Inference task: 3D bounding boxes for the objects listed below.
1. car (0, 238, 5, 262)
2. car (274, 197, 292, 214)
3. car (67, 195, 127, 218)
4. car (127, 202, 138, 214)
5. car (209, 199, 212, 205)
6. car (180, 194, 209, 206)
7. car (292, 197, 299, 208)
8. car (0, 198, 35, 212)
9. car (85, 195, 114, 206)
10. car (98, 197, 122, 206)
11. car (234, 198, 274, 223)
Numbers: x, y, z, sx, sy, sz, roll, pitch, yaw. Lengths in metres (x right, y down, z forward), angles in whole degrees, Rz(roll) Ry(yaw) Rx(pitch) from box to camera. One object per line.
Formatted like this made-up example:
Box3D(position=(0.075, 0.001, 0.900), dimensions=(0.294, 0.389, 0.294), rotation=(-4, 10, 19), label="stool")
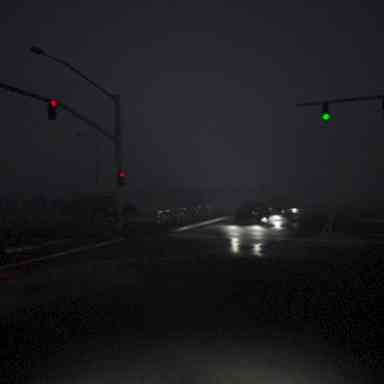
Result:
Box3D(position=(-8.221, 1.729, 11.004), dimensions=(4.181, 1.385, 1.994), rotation=(-1, 0, 27), label="car")
Box3D(position=(8.487, 1.361, 33.868), dimensions=(2.128, 1.511, 4.902), rotation=(-1, 0, 25), label="car")
Box3D(position=(-8.663, 1.344, 30.393), dimensions=(4.605, 1.855, 1.932), rotation=(-1, 0, 23), label="car")
Box3D(position=(-7.488, 1.327, 33.038), dimensions=(3.866, 1.878, 1.905), rotation=(-1, 0, 23), label="car")
Box3D(position=(1.245, 1.420, 53.796), dimensions=(3.806, 1.475, 1.970), rotation=(-1, 0, 23), label="car")
Box3D(position=(0.105, 1.200, 51.133), dimensions=(3.866, 1.878, 1.905), rotation=(-1, 0, 23), label="car")
Box3D(position=(12.710, 1.324, 43.057), dimensions=(1.812, 1.442, 4.674), rotation=(-1, 0, 25), label="car")
Box3D(position=(-22.522, 1.860, 42.321), dimensions=(3.806, 1.475, 1.970), rotation=(-1, 0, 23), label="car")
Box3D(position=(-16.042, 1.509, 57.924), dimensions=(4.605, 1.855, 1.932), rotation=(-1, 0, 23), label="car")
Box3D(position=(-14.853, 1.699, 60.568), dimensions=(3.905, 1.438, 1.784), rotation=(-1, 0, 23), label="car")
Box3D(position=(4.594, 1.413, 25.145), dimensions=(1.882, 1.535, 5.008), rotation=(-1, 0, 24), label="car")
